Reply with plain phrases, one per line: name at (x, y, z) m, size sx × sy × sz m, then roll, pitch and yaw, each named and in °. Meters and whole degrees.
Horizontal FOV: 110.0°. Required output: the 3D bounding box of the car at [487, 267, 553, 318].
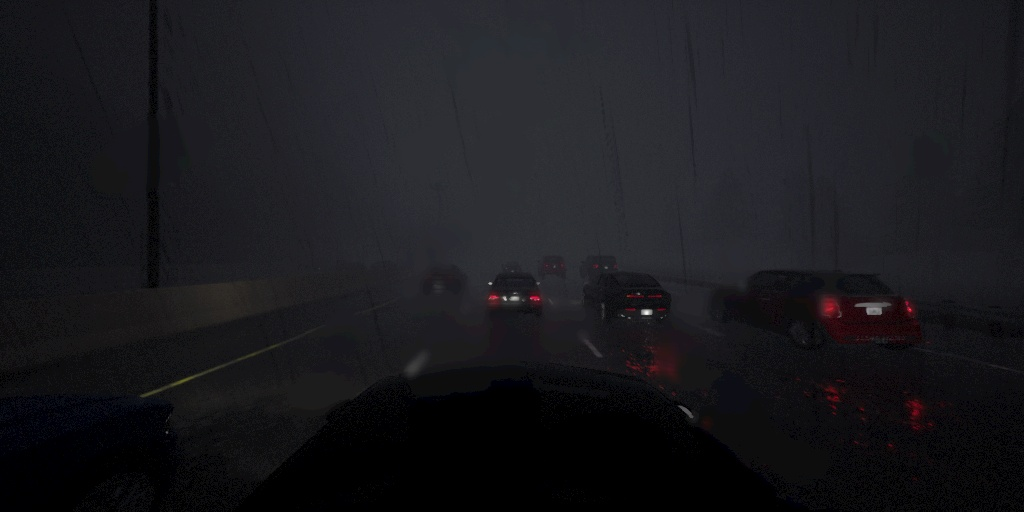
car at (0.097, 1.295, 13.023) m, size 2.033 × 1.411 × 5.357 m, roll 0°, pitch 0°, yaw 0°

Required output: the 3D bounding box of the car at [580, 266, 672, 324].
car at (3.598, 1.253, 11.999) m, size 1.837 × 1.490 × 4.892 m, roll 0°, pitch 0°, yaw 0°

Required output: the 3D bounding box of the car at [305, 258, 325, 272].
car at (-25.146, 1.095, 47.050) m, size 2.097 × 1.767 × 4.553 m, roll 0°, pitch 0°, yaw -4°

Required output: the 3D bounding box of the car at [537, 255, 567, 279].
car at (3.582, 0.966, 32.501) m, size 2.150 × 2.045 × 5.566 m, roll 0°, pitch 0°, yaw 0°

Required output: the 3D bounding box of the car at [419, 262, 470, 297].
car at (-3.402, 1.238, 19.012) m, size 2.128 × 1.511 × 4.902 m, roll 0°, pitch 0°, yaw 0°

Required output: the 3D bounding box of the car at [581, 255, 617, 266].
car at (7.094, 0.967, 29.678) m, size 2.150 × 2.045 × 5.566 m, roll 0°, pitch 0°, yaw 0°

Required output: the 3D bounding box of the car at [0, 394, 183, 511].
car at (-3.401, 1.228, 0.594) m, size 1.882 × 1.535 × 5.008 m, roll 0°, pitch 0°, yaw 0°

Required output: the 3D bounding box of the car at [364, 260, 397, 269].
car at (-14.265, 1.221, 39.830) m, size 1.882 × 1.535 × 5.008 m, roll 0°, pitch 0°, yaw -2°

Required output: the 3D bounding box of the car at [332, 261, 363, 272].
car at (-17.774, 1.307, 39.879) m, size 1.994 × 1.385 × 4.181 m, roll 0°, pitch 0°, yaw -2°

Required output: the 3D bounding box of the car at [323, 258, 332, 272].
car at (-21.514, 1.307, 45.127) m, size 1.994 × 1.385 × 4.181 m, roll 0°, pitch 0°, yaw -3°

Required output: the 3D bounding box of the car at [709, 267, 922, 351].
car at (7.099, 1.101, 9.162) m, size 2.097 × 1.767 × 4.553 m, roll 0°, pitch 0°, yaw 0°

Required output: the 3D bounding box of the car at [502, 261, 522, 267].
car at (0.017, 1.270, 36.378) m, size 1.812 × 1.442 × 4.674 m, roll 0°, pitch 0°, yaw -1°
